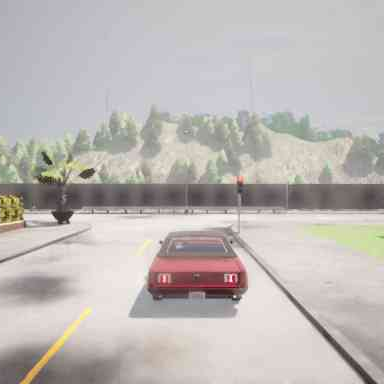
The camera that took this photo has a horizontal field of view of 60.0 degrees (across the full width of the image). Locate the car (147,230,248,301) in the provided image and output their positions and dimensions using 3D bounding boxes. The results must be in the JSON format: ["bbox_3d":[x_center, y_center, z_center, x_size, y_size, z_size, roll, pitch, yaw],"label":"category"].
[{"bbox_3d":[0.101,1.601,8.279,1.895,1.301,4.718,0,0,0],"label":"car"}]
